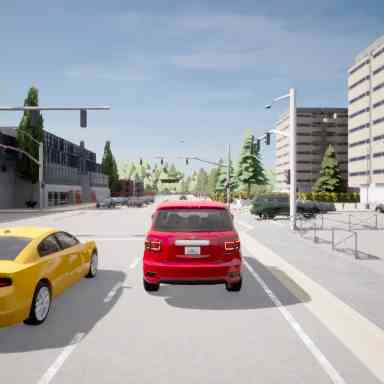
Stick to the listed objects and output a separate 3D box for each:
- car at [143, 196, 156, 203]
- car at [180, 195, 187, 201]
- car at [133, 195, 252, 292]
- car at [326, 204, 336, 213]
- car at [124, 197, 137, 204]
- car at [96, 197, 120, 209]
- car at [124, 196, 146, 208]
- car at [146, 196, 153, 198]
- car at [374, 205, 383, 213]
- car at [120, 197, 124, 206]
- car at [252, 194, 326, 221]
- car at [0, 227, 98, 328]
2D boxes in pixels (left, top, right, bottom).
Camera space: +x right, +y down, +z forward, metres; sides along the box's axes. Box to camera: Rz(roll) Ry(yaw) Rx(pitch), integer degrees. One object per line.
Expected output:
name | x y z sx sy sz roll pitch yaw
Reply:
car | -8.859 1.540 69.831 2.033 1.411 5.357 0 0 -2
car | -2.333 1.524 87.170 1.812 1.442 4.674 0 0 -2
car | 0.017 1.221 9.089 2.150 2.045 5.566 0 0 0
car | 12.085 1.547 34.557 5.357 1.411 2.033 0 0 -2
car | -12.284 1.601 66.374 1.895 1.301 4.718 0 0 -1
car | -11.792 1.492 45.836 2.128 1.511 4.902 0 0 -2
car | -8.388 1.505 49.256 1.837 1.490 4.892 0 0 -2
car | -8.646 1.492 59.467 2.128 1.511 4.902 0 0 -1
car | 22.168 1.547 34.861 5.357 1.411 2.033 0 0 -2
car | -12.061 1.547 56.088 2.033 1.411 5.357 0 0 -1
car | 7.586 1.221 27.194 5.566 2.045 2.150 0 0 -2
car | -3.478 1.478 7.101 1.882 1.535 5.008 0 0 0
